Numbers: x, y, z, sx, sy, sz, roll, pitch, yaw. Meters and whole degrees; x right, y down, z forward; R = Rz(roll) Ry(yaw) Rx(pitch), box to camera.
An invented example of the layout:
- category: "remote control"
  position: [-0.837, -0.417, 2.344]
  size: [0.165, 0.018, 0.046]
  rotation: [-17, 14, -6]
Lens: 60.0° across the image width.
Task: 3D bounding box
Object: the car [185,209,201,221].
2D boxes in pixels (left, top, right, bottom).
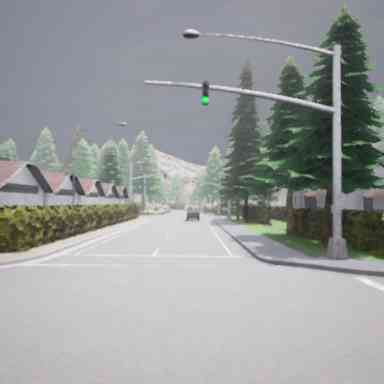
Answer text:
- category: "car"
  position: [0.170, 3.177, 46.386]
  size: [1.837, 1.490, 4.892]
  rotation: [1, -1, 1]
